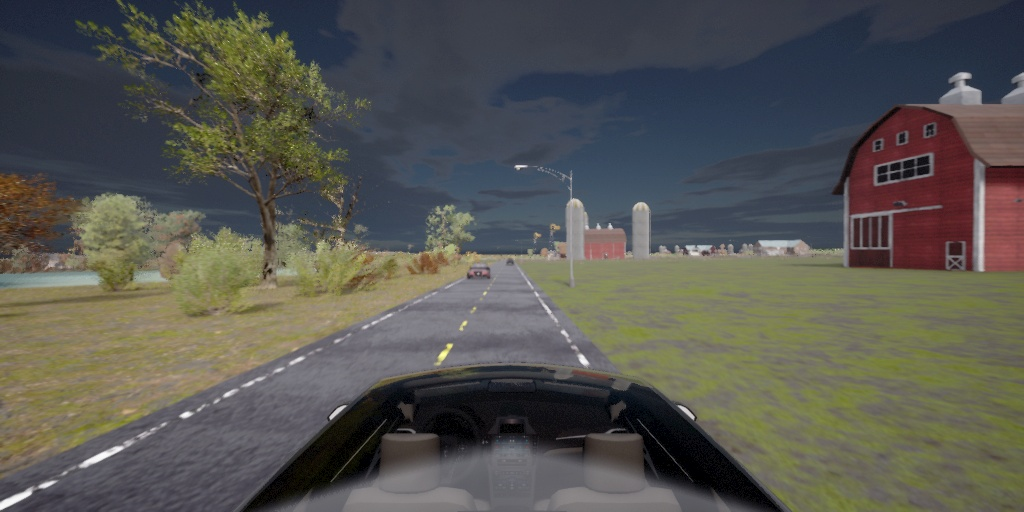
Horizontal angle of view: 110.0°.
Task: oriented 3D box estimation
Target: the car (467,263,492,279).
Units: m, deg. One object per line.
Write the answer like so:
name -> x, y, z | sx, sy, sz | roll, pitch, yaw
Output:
car -> -2.903, 1.347, 32.547 | 1.994, 1.385, 4.181 | 0, 0, 0
